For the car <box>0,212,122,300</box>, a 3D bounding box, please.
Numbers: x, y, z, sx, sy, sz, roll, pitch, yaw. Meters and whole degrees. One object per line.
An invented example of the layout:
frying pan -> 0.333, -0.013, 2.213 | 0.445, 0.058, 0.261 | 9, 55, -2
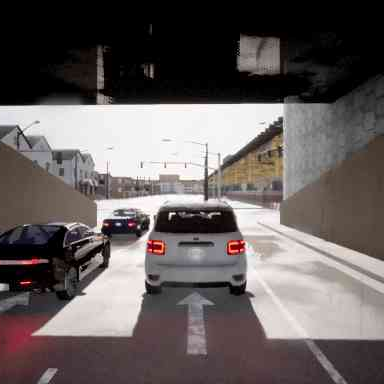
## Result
car -> -3.420, 1.491, 8.382 | 2.128, 1.511, 4.902 | 0, 0, 0

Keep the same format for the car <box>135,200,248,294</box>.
car -> 0.085, 1.221, 8.905 | 2.150, 2.045, 5.566 | 0, 0, 0

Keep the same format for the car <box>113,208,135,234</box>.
car -> -3.417, 1.547, 17.931 | 2.033, 1.411, 5.357 | 0, 0, 0

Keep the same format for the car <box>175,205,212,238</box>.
car -> 0.063, 1.526, 18.469 | 1.812, 1.442, 4.674 | 0, 0, 0
